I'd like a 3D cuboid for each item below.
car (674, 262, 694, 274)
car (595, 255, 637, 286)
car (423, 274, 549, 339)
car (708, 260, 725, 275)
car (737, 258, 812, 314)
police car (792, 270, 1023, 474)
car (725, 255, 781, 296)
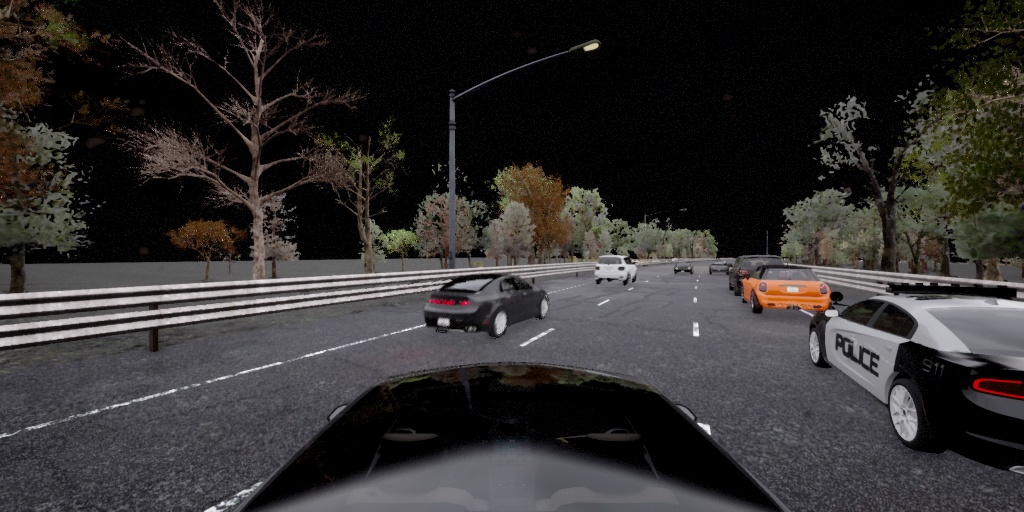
[{"bbox_3d":[19.531,1.370,40.678,1.895,1.301,4.718,0,0,29],"label":"car"},{"bbox_3d":[7.657,0.978,26.127,2.150,2.045,5.566,0,0,28],"label":"car"},{"bbox_3d":[-0.467,1.254,10.282,1.837,1.490,4.892,0,0,26],"label":"car"},{"bbox_3d":[22.659,1.261,39.252,2.128,1.511,4.902,0,0,30],"label":"car"},{"bbox_3d":[10.006,1.102,13.437,2.097,1.767,4.553,0,0,27],"label":"car"},{"bbox_3d":[5.634,1.175,4.739,1.930,1.638,5.238,0,0,26],"label":"police car"},{"bbox_3d":[12.749,0.978,18.756,2.150,2.045,5.566,0,0,27],"label":"car"}]
